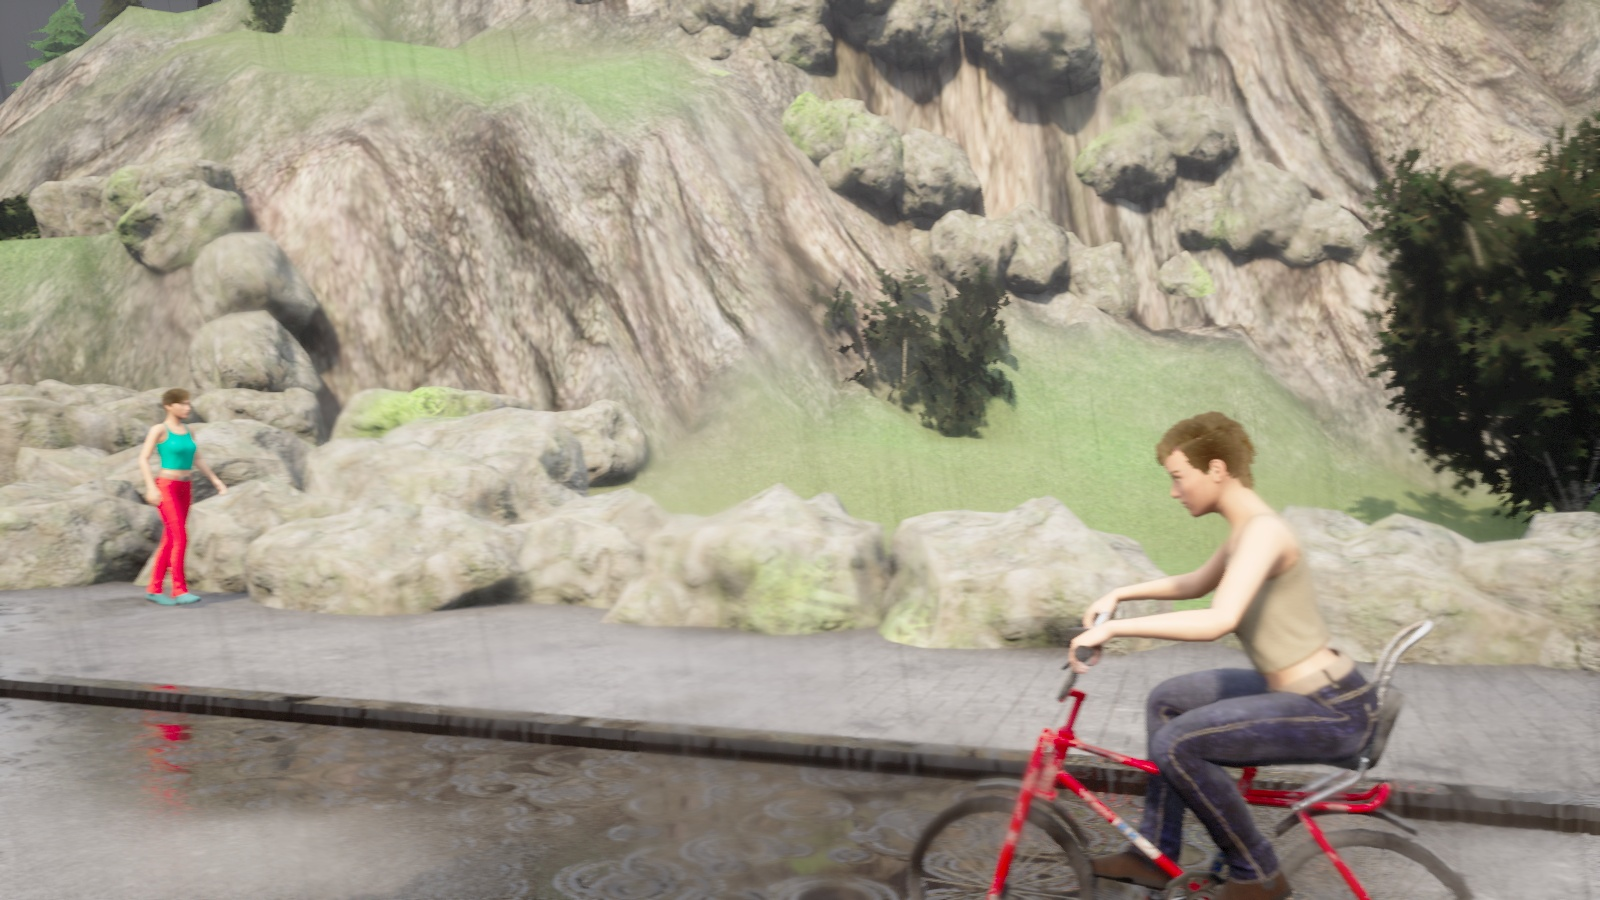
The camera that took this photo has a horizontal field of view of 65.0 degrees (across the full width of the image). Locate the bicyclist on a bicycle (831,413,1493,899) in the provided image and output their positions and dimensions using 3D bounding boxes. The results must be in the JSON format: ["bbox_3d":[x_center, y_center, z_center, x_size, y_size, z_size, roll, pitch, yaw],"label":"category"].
[{"bbox_3d":[0.934,0.712,3.411,1.509,1.612,0.866,1,1,18],"label":"bicyclist on a bicycle"}]

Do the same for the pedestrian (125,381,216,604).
[{"bbox_3d":[-5.287,0.348,10.555,0.594,1.836,0.345,0,1,14],"label":"pedestrian"}]
